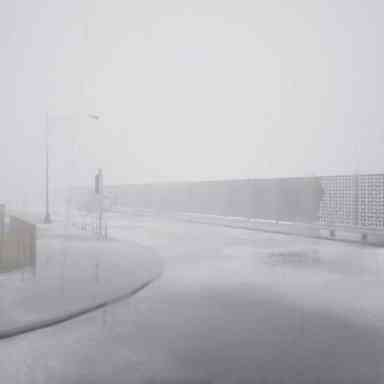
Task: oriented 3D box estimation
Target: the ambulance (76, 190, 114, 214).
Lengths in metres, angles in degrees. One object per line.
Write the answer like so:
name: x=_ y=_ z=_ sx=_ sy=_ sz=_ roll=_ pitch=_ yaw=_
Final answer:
ambulance: x=-10.726 y=1.031 z=36.086 sx=2.351 sy=2.431 sz=6.366 roll=0 pitch=0 yaw=-35
